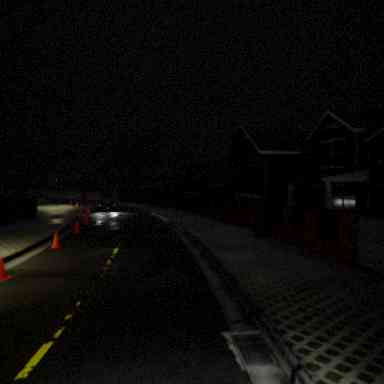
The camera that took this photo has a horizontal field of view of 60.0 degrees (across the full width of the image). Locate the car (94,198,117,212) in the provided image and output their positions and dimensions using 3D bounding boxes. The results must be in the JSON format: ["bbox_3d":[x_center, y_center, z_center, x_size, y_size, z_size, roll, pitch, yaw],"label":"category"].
[{"bbox_3d":[-9.378,1.346,35.881,1.812,1.442,4.674,0,1,-21],"label":"car"}]

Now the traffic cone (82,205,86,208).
[{"bbox_3d":[-11.804,1.775,36.952,0.340,0.580,0.340,-1,1,-22],"label":"traffic cone"}]

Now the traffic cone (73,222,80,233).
[{"bbox_3d":[-6.309,1.916,18.236,0.340,0.580,0.340,0,0,-11],"label":"traffic cone"}]

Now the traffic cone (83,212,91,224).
[{"bbox_3d":[-7.352,1.891,23.006,0.340,0.580,0.340,0,0,-14],"label":"traffic cone"}]

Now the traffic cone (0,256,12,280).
[{"bbox_3d":[-4.894,1.945,8.574,0.340,0.580,0.340,0,0,-6],"label":"traffic cone"}]

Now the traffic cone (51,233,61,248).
[{"bbox_3d":[-5.489,1.934,13.422,0.340,0.580,0.340,0,0,-8],"label":"traffic cone"}]

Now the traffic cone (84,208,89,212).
[{"bbox_3d":[-8.618,1.860,27.723,0.340,0.580,0.340,0,1,-16],"label":"traffic cone"}]
